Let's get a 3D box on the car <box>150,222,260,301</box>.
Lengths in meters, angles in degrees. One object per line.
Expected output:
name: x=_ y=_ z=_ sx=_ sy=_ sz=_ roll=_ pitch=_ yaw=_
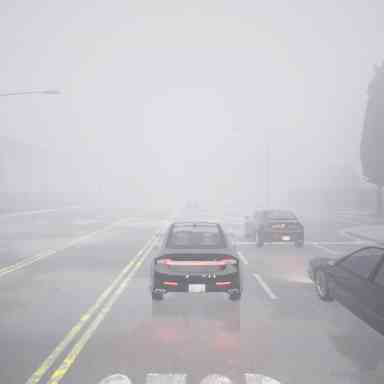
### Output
car: x=0.081 y=1.492 z=8.334 sx=2.128 sy=1.511 sz=4.902 roll=0 pitch=0 yaw=0

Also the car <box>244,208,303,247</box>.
car: x=3.565 y=1.505 z=15.035 sx=1.837 sy=1.490 sz=4.892 roll=0 pitch=0 yaw=0

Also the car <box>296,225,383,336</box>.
car: x=3.588 y=1.547 z=5.288 sx=2.033 sy=1.411 sz=5.357 roll=0 pitch=0 yaw=0

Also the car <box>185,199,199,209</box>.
car: x=0.001 y=1.601 z=44.150 sx=1.895 sy=1.301 sz=4.718 roll=0 pitch=0 yaw=0
